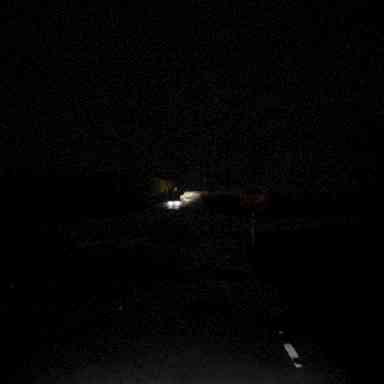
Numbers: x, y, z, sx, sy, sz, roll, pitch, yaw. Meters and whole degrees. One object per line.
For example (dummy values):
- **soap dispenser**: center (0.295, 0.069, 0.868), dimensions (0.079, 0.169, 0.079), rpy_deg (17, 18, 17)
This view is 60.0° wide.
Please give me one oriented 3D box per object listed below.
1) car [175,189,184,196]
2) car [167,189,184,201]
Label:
- **car**: center (-2.749, 0.030, 74.350), dimensions (1.882, 1.535, 5.008), rpy_deg (0, 1, 0)
- **car**: center (-2.749, 0.659, 51.866), dimensions (2.128, 1.511, 4.902), rpy_deg (0, 2, 0)
